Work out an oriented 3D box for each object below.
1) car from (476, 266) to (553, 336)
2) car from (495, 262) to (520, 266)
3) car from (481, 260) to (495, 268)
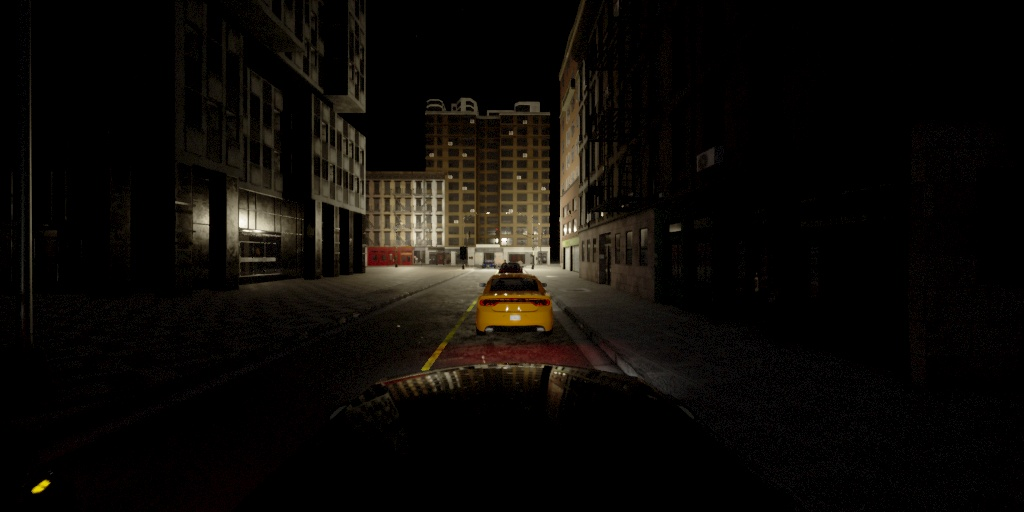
[{"bbox_3d":[0.041,1.226,10.478,1.882,1.535,5.008,0,0,-1],"label":"car"},{"bbox_3d":[-0.096,1.213,28.315,1.882,1.535,5.008,0,0,0],"label":"car"},{"bbox_3d":[-3.398,1.259,53.265,1.994,1.385,4.181,0,0,0],"label":"car"}]
